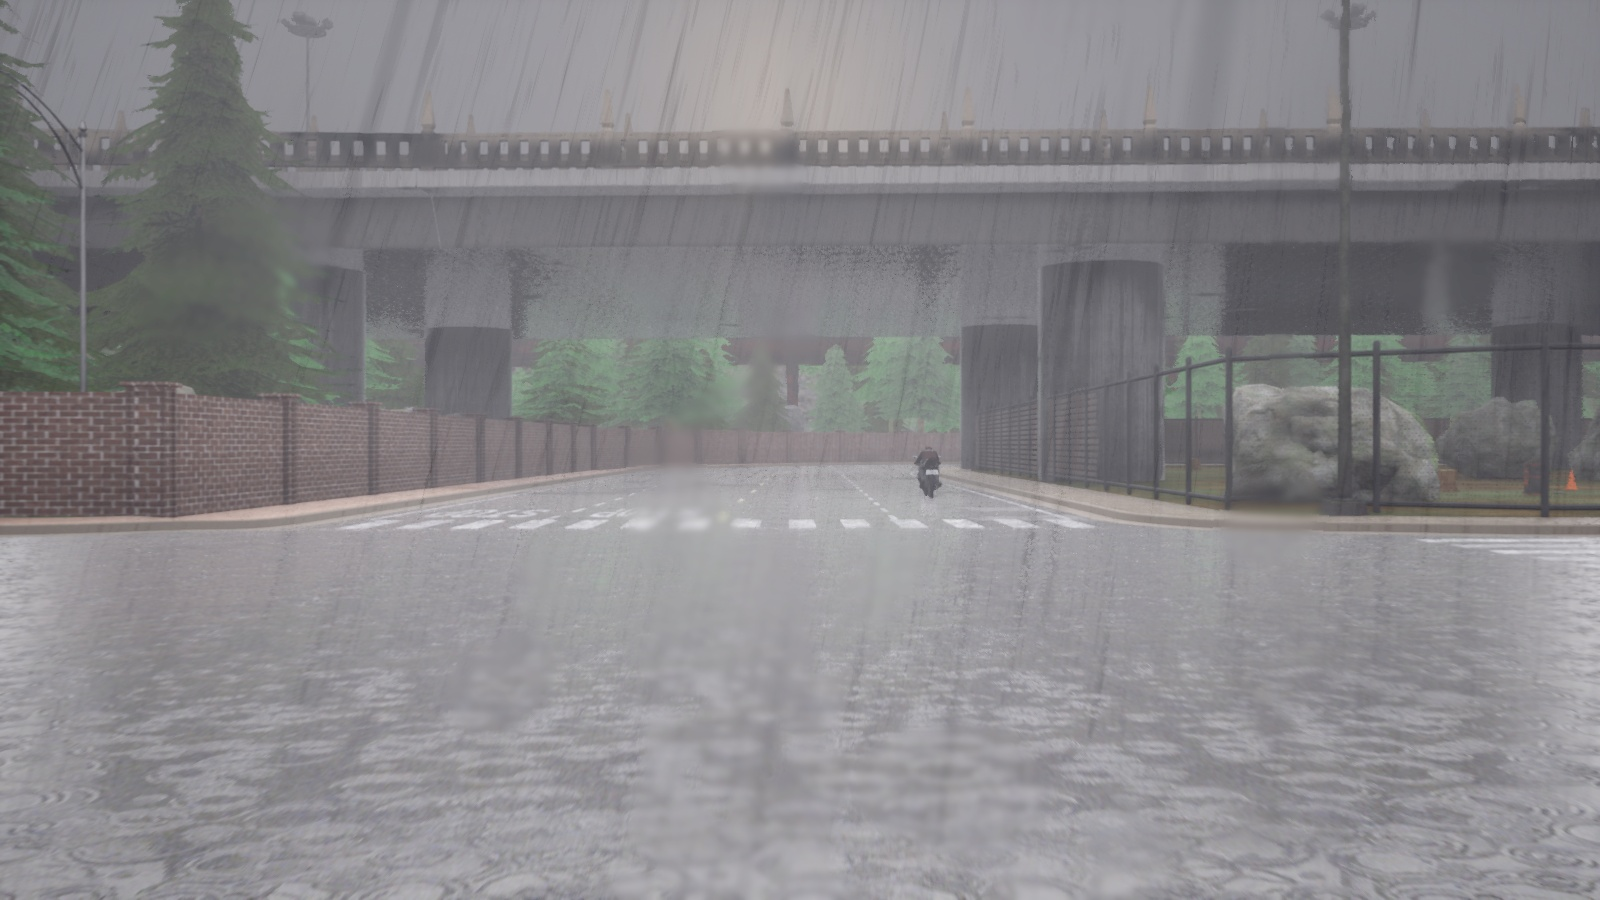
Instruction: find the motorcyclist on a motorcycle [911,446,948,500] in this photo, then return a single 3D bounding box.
[{"bbox_3d":[3.718,0.645,36.281,0.866,1.530,2.191,0,0,1],"label":"motorcyclist on a motorcycle"}]
